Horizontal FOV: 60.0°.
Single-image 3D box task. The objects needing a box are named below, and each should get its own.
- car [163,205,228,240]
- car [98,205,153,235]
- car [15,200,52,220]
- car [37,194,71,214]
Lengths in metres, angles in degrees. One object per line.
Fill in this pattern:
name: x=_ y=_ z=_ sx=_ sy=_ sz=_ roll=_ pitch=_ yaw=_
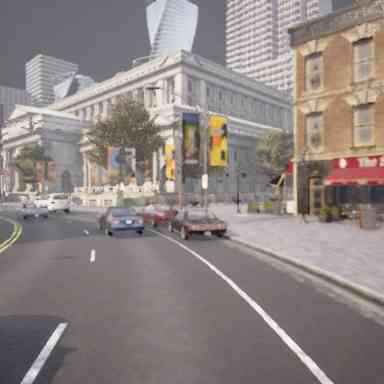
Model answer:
car: x=0.083 y=1.541 z=16.816 sx=1.895 sy=1.301 sz=4.718 roll=0 pitch=0 yaw=-16
car: x=-4.063 y=1.517 z=18.609 sx=2.033 sy=1.411 sz=5.357 roll=0 pitch=0 yaw=-23
car: x=-13.833 y=1.606 z=28.562 sx=1.895 sy=1.301 sz=4.718 roll=0 pitch=0 yaw=-37
car: x=-14.727 y=1.212 z=34.941 sx=2.150 sy=2.045 sz=5.566 roll=0 pitch=0 yaw=-43
